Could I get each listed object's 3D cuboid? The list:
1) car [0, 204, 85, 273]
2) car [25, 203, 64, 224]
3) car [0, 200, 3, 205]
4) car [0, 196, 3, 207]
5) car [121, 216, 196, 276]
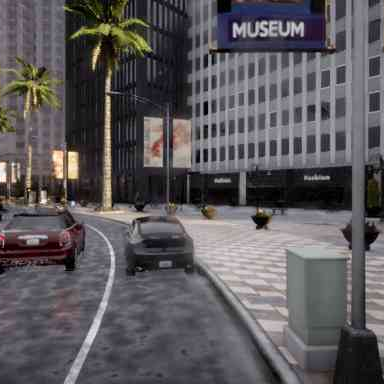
[{"bbox_3d":[-4.744,1.348,10.930,2.097,1.767,4.553,0,0,-14],"label":"car"},{"bbox_3d":[-11.520,1.589,25.771,1.895,1.301,4.718,0,0,-35],"label":"car"},{"bbox_3d":[-16.271,1.509,26.175,1.812,1.442,4.674,0,0,-39],"label":"car"},{"bbox_3d":[-31.008,1.449,51.164,2.231,1.521,4.892,0,0,-44],"label":"car"},{"bbox_3d":[-1.179,1.503,10.450,1.837,1.490,4.892,0,0,-13],"label":"car"}]
